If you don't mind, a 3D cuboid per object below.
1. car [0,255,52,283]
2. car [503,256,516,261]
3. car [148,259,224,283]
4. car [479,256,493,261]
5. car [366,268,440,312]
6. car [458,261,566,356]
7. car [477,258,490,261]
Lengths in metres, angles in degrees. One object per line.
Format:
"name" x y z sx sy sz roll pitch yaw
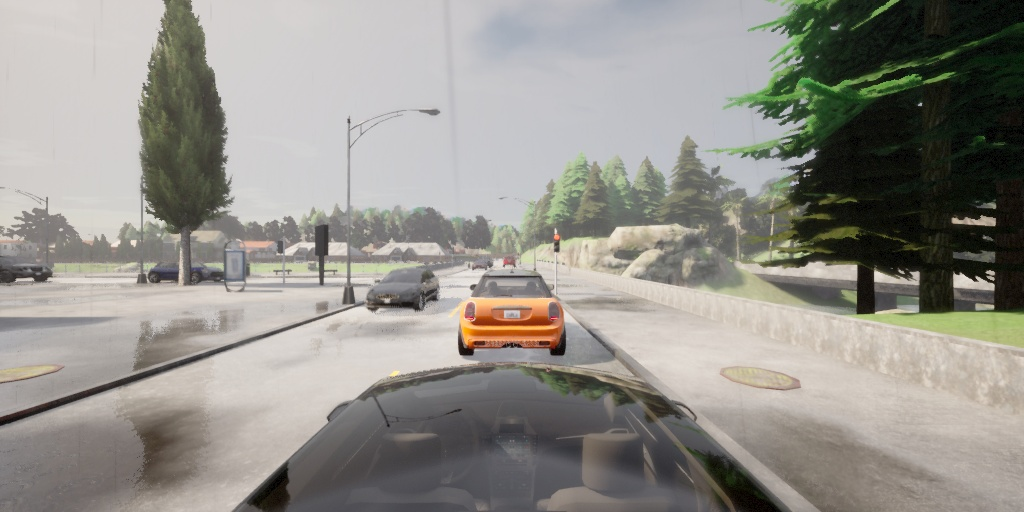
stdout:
"car" -38.239 0.969 26.841 5.566 2.045 2.150 0 0 0
"car" -0.485 0.971 65.501 2.150 2.045 5.566 0 0 -1
"car" -24.336 1.102 26.971 4.553 1.767 2.097 0 0 -1
"car" -4.622 0.971 60.793 2.150 2.045 5.566 0 0 0
"car" -4.119 1.255 14.278 1.837 1.490 4.892 0 0 0
"car" -0.003 1.102 8.792 2.097 1.767 4.553 0 0 0
"car" -4.549 1.314 51.197 1.994 1.385 4.181 0 0 0
